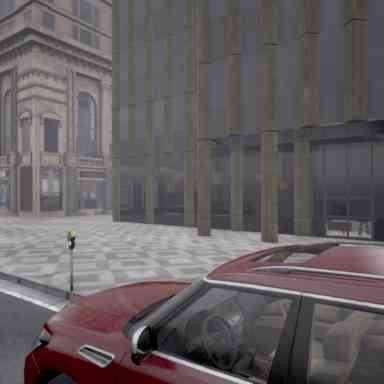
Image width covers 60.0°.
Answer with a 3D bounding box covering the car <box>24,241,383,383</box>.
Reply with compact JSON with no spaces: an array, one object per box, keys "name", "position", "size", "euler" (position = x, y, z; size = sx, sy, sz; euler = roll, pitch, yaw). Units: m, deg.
[{"name":"car","position":[0.897,1.315,2.333],"size":[5.009,1.841,2.192],"euler":[0,0,36]}]
